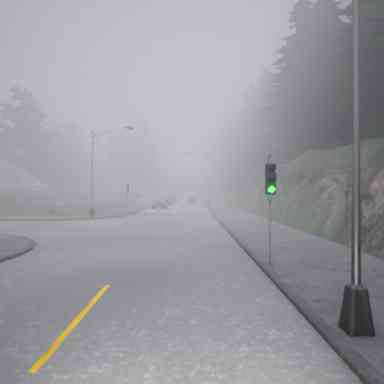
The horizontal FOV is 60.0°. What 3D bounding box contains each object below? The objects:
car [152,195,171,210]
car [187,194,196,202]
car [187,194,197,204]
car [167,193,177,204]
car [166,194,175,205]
[{"bbox_3d":[-4.148,1.518,43.399,1.812,1.442,4.674,0,0,0],"label":"car"},{"bbox_3d":[-0.109,1.343,74.377,2.097,1.767,4.553,0,0,0],"label":"car"},{"bbox_3d":[0.008,1.467,63.439,1.882,1.535,5.008,0,0,0],"label":"car"},{"bbox_3d":[-4.135,1.210,64.369,2.150,2.045,5.566,0,0,0],"label":"car"},{"bbox_3d":[-4.169,1.468,53.690,1.882,1.535,5.008,0,0,0],"label":"car"}]
